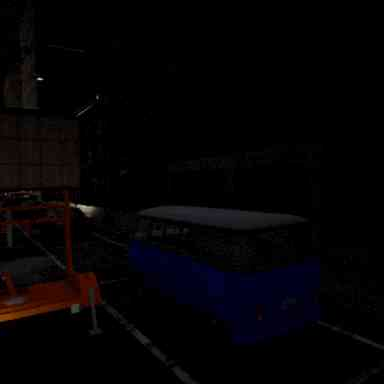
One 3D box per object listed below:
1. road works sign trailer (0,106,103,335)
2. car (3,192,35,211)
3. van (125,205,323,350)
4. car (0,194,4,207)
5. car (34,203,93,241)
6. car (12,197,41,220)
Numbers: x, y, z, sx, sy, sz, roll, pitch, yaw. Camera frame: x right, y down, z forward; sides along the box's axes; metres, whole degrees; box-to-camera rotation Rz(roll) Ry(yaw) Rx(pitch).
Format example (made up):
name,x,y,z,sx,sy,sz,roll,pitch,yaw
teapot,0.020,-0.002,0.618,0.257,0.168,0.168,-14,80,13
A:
name,x,y,z,sx,sy,sz,roll,pitch,yaw
road works sign trailer,-3.101,0.388,5.641,2.380,3.560,2.880,-2,2,-33
car,-14.697,0.955,28.904,2.192,1.841,5.009,-3,2,-33
van,0.229,1.178,5.801,1.690,1.788,3.998,-3,2,-33
car,-20.664,1.003,38.149,1.967,1.590,4.097,-3,2,-33
car,-5.735,1.339,15.049,1.802,1.307,4.206,-3,2,-33
car,-11.704,1.260,24.290,1.802,1.307,4.206,-3,2,-33
